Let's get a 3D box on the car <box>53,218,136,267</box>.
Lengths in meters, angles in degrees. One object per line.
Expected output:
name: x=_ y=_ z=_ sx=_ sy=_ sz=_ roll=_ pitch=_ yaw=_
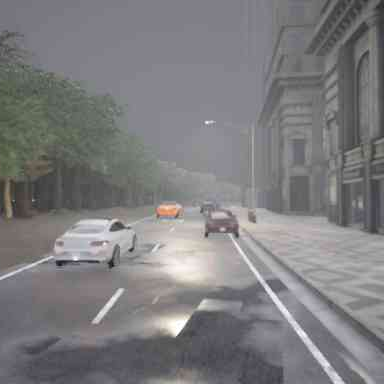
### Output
car: x=-3.218 y=1.633 z=11.674 sx=1.812 sy=1.442 sz=4.674 roll=0 pitch=0 yaw=1

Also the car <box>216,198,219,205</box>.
car: x=3.547 y=2.024 z=59.075 sx=2.150 sy=2.045 sz=5.566 roll=0 pitch=-1 yaw=7

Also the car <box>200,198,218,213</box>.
car: x=2.146 y=1.977 z=44.647 sx=1.837 sy=1.490 sz=4.892 roll=0 pitch=-1 yaw=6

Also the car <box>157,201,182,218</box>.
car: x=-2.190 y=1.643 z=33.542 sx=2.097 sy=1.767 sz=4.553 roll=0 pitch=-1 yaw=4

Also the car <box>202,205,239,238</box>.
car: x=1.602 y=1.680 z=18.745 sx=1.812 sy=1.442 sz=4.674 roll=0 pitch=0 yaw=2
